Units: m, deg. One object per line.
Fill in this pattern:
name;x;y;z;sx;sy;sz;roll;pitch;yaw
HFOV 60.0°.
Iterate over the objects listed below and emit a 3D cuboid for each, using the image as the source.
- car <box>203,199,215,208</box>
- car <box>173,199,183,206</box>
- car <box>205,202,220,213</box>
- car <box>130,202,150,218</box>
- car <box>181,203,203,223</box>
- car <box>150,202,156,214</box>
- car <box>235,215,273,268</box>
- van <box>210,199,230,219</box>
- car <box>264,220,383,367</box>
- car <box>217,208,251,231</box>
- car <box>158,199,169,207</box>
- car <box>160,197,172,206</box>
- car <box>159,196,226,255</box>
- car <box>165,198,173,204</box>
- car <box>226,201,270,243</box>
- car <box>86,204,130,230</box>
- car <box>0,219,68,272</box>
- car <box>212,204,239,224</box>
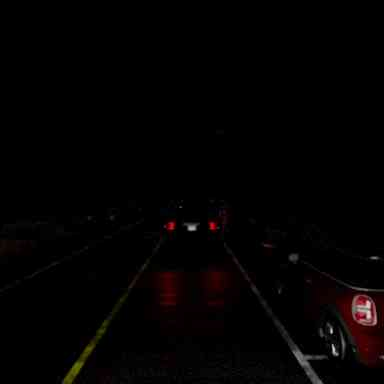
car;3.006;2.035;59.694;1.801;1.575;5.366;0;-1;0
car;-2.993;2.251;71.748;1.994;1.385;4.181;0;-1;0
car;2.769;2.017;45.072;1.802;1.307;4.206;0;-1;0
car;-5.757;1.766;33.855;1.967;1.590;4.097;0;-1;0
car;0.008;1.789;29.308;1.837;1.490;4.892;0;0;0
car;-5.757;1.962;39.455;1.802;1.307;4.206;0;-1;0
car;2.766;1.691;11.461;1.802;1.307;4.206;0;-1;0
van;2.769;1.667;33.871;1.690;1.788;3.998;0;-1;0
car;2.766;1.496;5.861;1.967;1.590;4.097;0;-1;0
car;2.767;1.799;22.665;1.802;1.307;4.206;0;-1;0
car;-5.754;2.201;67.463;1.887;1.381;4.507;0;-1;0
car;-5.753;2.028;73.067;2.192;1.841;5.009;0;-1;0
car;0.002;1.351;14.033;2.150;2.045;5.566;0;0;0
car;-5.752;2.348;84.097;1.752;1.417;4.829;0;-1;0
car;2.767;1.478;17.065;2.192;1.841;5.009;0;-1;0
car;-5.758;1.657;22.653;1.967;1.590;4.097;0;-1;0
car;-5.759;1.633;11.278;1.752;1.417;4.829;0;-1;0
car;2.768;1.798;28.437;1.752;1.417;4.829;0;-1;0
